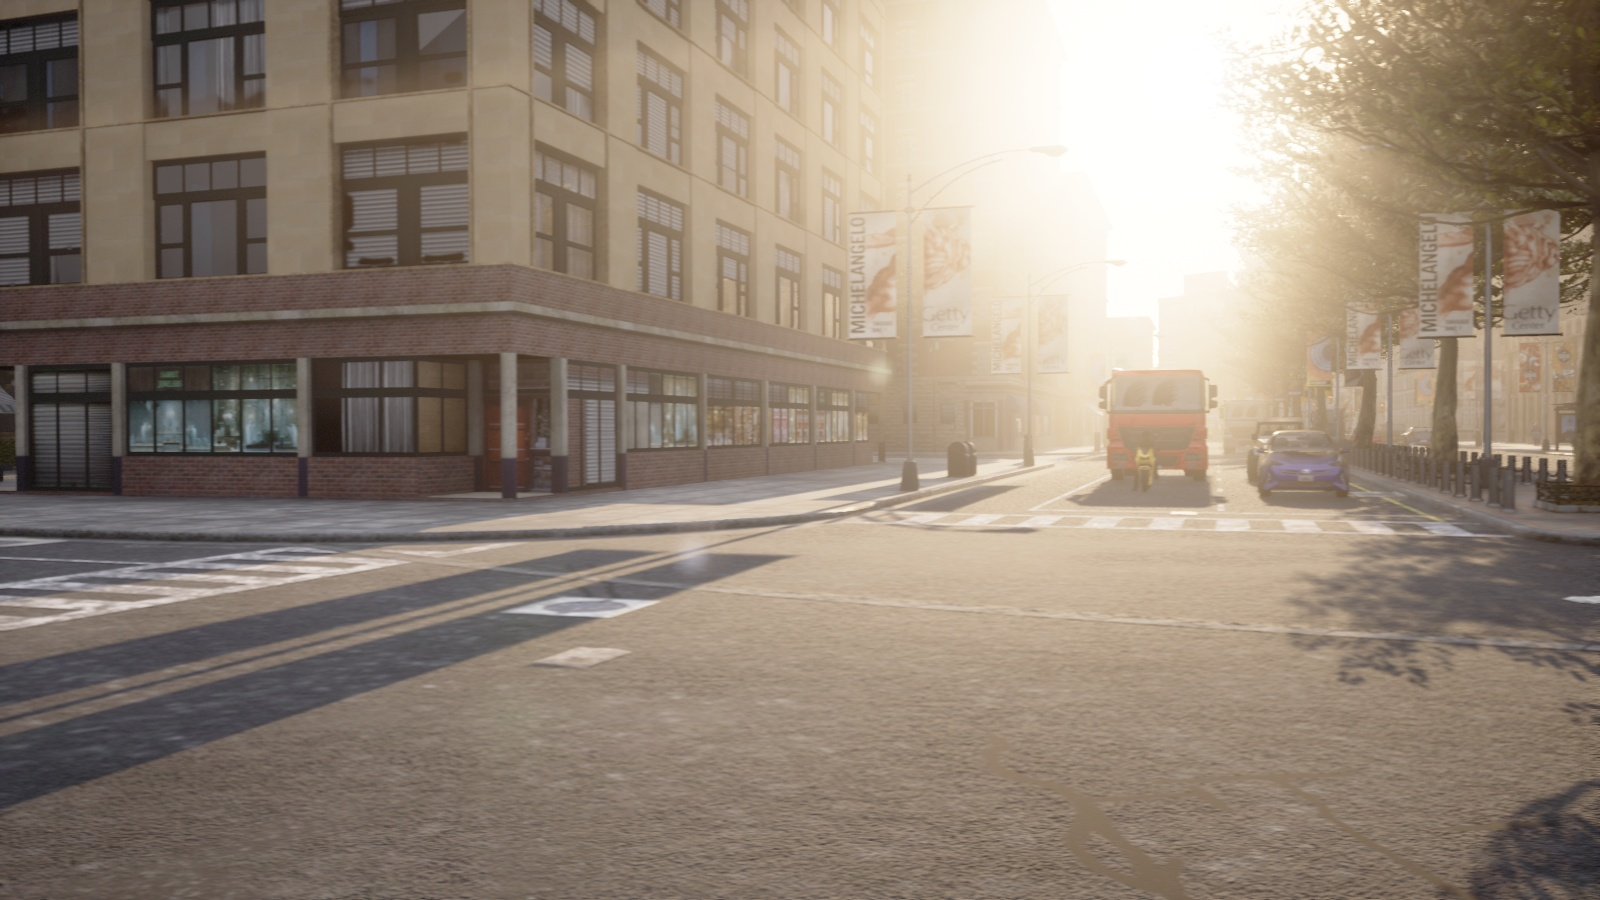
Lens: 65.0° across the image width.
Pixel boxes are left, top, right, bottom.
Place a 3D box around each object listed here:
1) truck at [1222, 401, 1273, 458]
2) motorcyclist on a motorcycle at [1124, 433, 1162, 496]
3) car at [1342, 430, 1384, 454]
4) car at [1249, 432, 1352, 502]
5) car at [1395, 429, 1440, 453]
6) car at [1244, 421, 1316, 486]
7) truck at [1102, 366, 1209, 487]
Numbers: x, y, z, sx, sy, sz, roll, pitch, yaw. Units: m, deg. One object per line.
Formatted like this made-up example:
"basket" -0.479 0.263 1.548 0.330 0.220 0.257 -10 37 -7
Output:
"truck" 28.607 -1.338 80.559 2.891 3.462 7.936 1 1 18
"motorcyclist on a motorcycle" 8.578 0.338 31.383 0.797 1.523 2.044 1 1 18
"car" 39.801 -0.603 88.908 2.242 1.667 4.611 1 1 18
"car" 11.857 0.338 29.996 2.007 1.525 4.514 1 1 18
"car" 43.082 -0.636 87.681 2.152 1.651 5.027 1 1 18
"car" 14.469 0.068 38.000 1.905 1.878 3.866 1 1 19
"truck" 11.510 -0.757 40.182 2.891 3.462 7.936 1 1 18
